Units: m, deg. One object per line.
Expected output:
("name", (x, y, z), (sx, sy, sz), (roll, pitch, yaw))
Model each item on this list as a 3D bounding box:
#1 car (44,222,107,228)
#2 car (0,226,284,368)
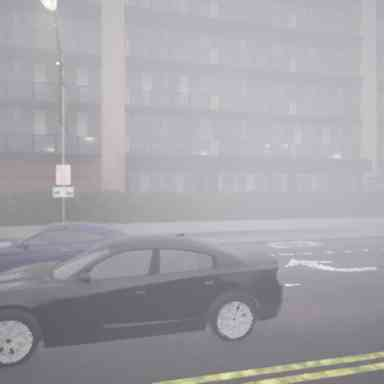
("car", (-3.413, 1.523, 8.525), (4.674, 1.442, 1.812), (0, 0, -13))
("car", (-0.981, 1.473, 5.497), (5.008, 1.535, 1.882), (0, 0, -14))
